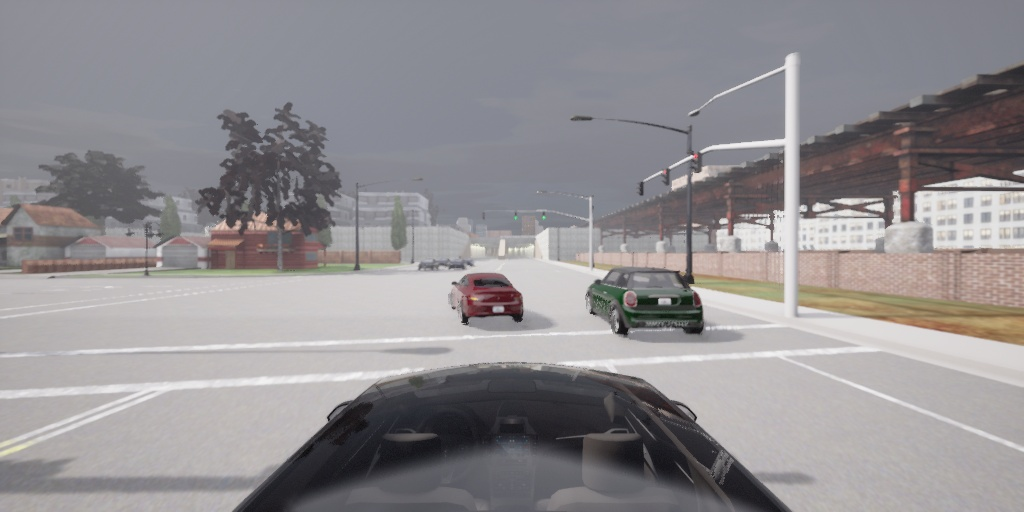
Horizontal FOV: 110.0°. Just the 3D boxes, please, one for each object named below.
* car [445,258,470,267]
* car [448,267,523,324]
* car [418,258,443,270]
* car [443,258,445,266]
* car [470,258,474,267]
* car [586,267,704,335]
[{"bbox_3d":[-7.010,1.059,46.615,1.994,1.385,4.181,0,0,1],"label":"car"},{"bbox_3d":[-0.969,1.260,11.915,1.812,1.442,4.674,0,0,-15],"label":"car"},{"bbox_3d":[-10.513,1.031,45.537,1.812,1.442,4.674,0,0,0],"label":"car"},{"bbox_3d":[-10.507,0.976,55.127,2.033,1.411,5.357,0,0,1],"label":"car"},{"bbox_3d":[-7.016,1.023,55.683,1.895,1.301,4.718,0,1,1],"label":"car"},{"bbox_3d":[3.602,1.086,10.578,2.097,1.767,4.553,0,0,0],"label":"car"}]
